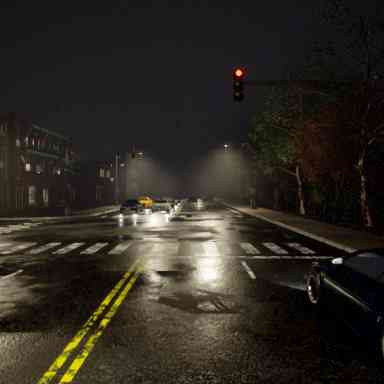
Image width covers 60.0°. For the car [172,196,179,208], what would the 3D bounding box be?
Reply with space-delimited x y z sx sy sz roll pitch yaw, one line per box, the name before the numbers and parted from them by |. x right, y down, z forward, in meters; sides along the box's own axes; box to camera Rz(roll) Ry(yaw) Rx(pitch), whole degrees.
car | -3.360 1.477 46.224 2.128 1.511 4.902 0 0 0

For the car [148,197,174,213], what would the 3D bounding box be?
car | -3.357 1.515 36.956 1.812 1.442 4.674 0 0 0

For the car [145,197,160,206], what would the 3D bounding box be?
car | -6.602 1.545 55.798 1.994 1.385 4.181 0 0 0

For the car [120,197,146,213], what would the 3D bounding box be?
car | -6.636 1.515 36.803 1.812 1.442 4.674 0 0 1

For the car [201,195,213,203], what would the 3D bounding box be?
car | 3.320 1.467 68.368 2.128 1.511 4.902 0 0 0

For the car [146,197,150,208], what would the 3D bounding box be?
car | -6.609 1.463 45.888 1.882 1.535 5.008 0 0 0

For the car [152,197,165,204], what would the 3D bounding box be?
car | -6.566 1.577 65.720 1.895 1.301 4.718 0 0 0

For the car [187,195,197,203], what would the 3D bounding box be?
car | 0.069 1.503 66.409 1.812 1.442 4.674 0 -1 0

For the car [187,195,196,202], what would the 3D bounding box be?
car | -0.037 1.494 79.776 2.128 1.511 4.902 0 0 0

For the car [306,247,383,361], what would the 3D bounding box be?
car | 3.335 1.563 5.273 1.994 1.385 4.181 0 0 1

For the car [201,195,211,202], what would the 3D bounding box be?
car | 3.212 1.510 78.552 2.033 1.411 5.357 0 0 0

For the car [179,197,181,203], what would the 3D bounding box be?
car | -3.347 1.582 56.304 1.895 1.301 4.718 0 0 0

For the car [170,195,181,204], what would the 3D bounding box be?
car | -3.313 1.454 66.580 1.882 1.535 5.008 0 0 0
